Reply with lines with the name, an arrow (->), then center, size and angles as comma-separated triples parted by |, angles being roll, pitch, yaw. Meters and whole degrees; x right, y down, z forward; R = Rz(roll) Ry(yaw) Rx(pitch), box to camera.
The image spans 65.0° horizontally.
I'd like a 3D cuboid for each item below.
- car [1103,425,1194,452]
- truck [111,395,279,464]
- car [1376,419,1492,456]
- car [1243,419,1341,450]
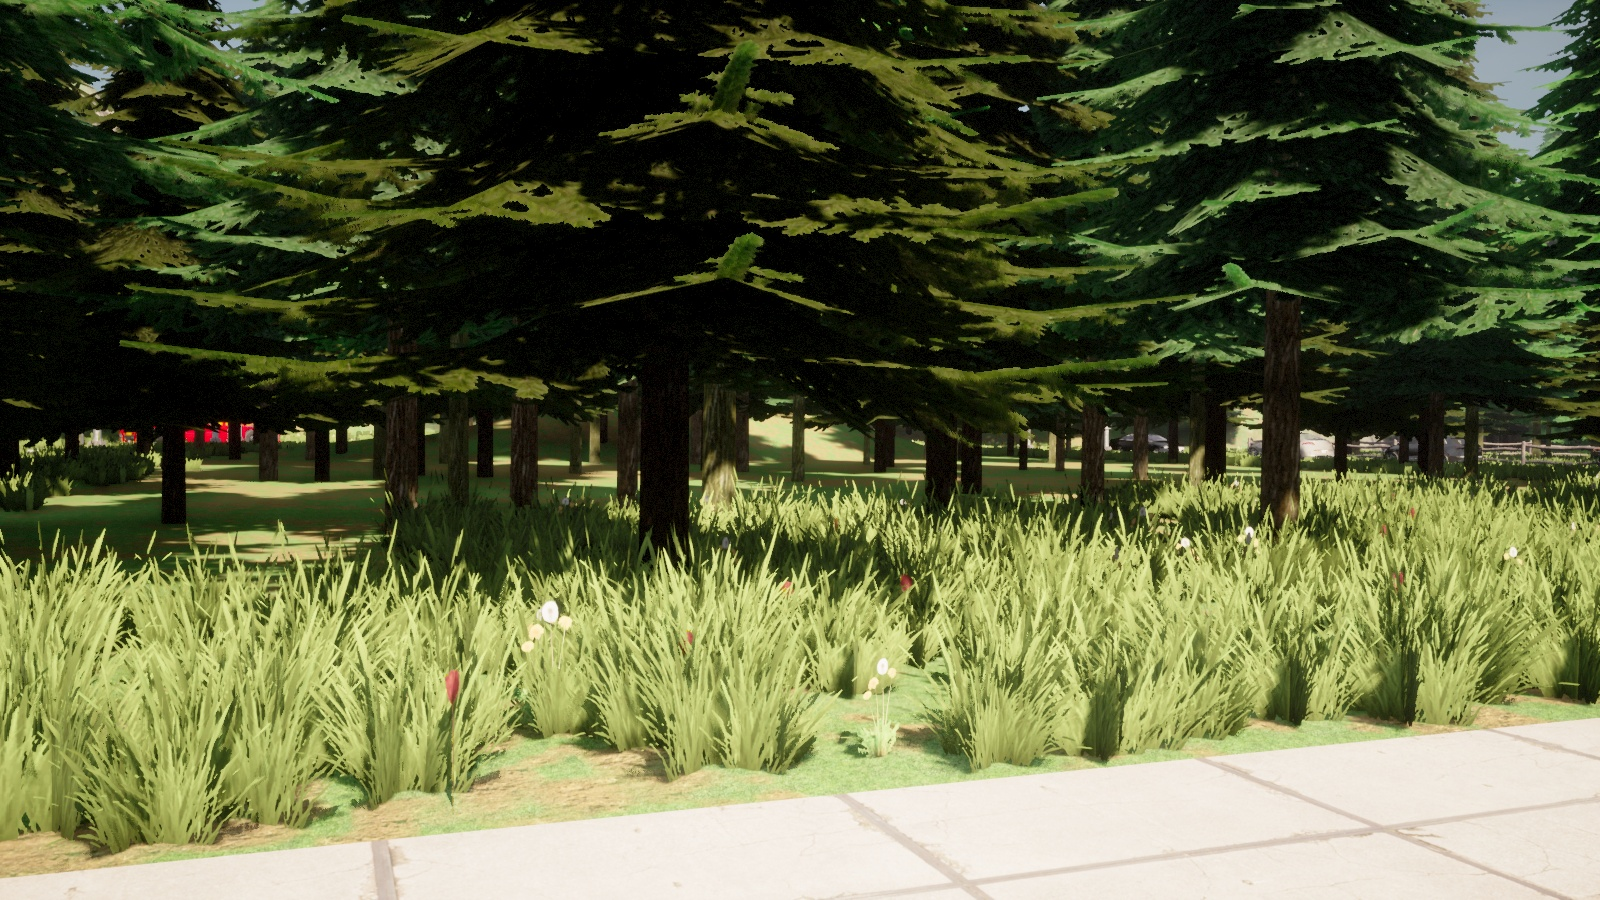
car -> 20.390, -0.691, 73.634 | 2.128, 1.511, 4.902 | -1, 1, -34
truck -> -35.416, -1.215, 73.897 | 2.891, 3.827, 8.468 | 0, 1, 37
car -> 29.944, -0.590, 59.509 | 2.033, 1.649, 4.856 | -1, 1, -20
car -> 26.747, -0.852, 68.436 | 2.152, 1.651, 5.027 | -1, 1, -20
